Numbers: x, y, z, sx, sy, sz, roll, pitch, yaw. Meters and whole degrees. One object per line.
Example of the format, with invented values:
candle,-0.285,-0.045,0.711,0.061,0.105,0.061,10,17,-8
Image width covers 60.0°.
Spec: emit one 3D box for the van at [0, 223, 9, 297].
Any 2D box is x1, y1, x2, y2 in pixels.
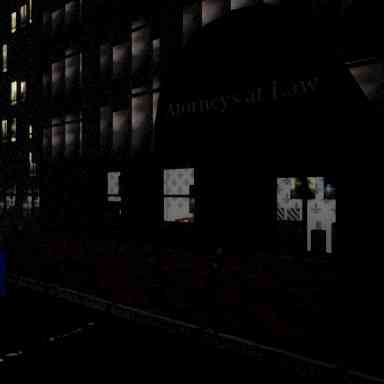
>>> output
van,-5.363,1.341,6.694,3.998,1.788,1.690,0,0,35
